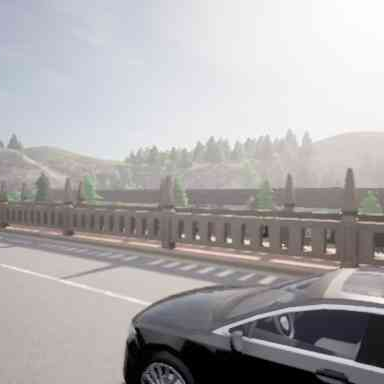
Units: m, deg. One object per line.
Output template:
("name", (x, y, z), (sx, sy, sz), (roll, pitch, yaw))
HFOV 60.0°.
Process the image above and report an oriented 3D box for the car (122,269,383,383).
("car", (1.480, 1.490, 2.937), (4.902, 1.511, 2.128), (0, 0, 36))
